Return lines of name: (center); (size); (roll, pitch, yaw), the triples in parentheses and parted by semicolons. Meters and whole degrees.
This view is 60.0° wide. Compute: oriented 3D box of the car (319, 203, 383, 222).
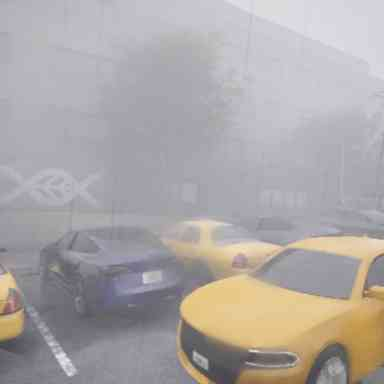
car: (7.107, 1.425, 14.000); (2.163, 1.488, 4.792); (0, 0, -35)

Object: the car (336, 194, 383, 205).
car: (9.380, 1.127, 15.622); (2.435, 2.045, 5.566); (0, 0, -35)

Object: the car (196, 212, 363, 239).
car: (2.525, 1.459, 10.803); (2.163, 1.488, 4.792); (0, 0, -35)

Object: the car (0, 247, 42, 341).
car: (-4.389, 1.478, 6.064); (1.946, 1.575, 5.366); (0, 0, -35)

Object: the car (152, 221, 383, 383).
car: (2.119, 1.450, 4.889); (5.008, 1.535, 1.882); (0, 0, -35)
